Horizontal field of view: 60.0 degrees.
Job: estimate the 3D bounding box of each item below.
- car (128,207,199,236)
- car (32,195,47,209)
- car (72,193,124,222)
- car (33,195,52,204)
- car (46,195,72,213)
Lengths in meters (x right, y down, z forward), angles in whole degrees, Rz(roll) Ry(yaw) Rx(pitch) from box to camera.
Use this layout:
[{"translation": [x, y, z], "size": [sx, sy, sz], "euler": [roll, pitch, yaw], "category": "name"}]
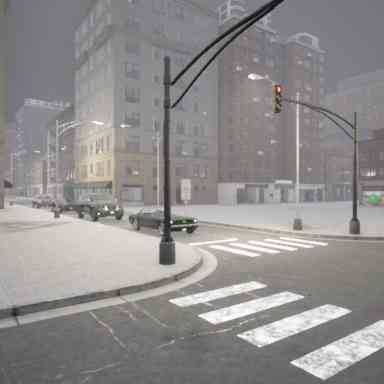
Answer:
[{"translation": [-1.661, 1.527, 18.151], "size": [1.895, 1.301, 4.718], "euler": [0, 0, -36], "category": "car"}, {"translation": [-19.077, 1.140, 42.648], "size": [2.097, 1.767, 4.553], "euler": [0, 0, -35], "category": "car"}, {"translation": [-7.304, 1.102, 26.054], "size": [2.150, 2.045, 5.566], "euler": [0, 0, -35], "category": "car"}, {"translation": [-25.423, 1.270, 56.545], "size": [2.033, 1.411, 5.357], "euler": [0, 0, -35], "category": "car"}, {"translation": [-13.175, 1.311, 34.312], "size": [1.882, 1.535, 5.008], "euler": [0, 0, -36], "category": "car"}]
